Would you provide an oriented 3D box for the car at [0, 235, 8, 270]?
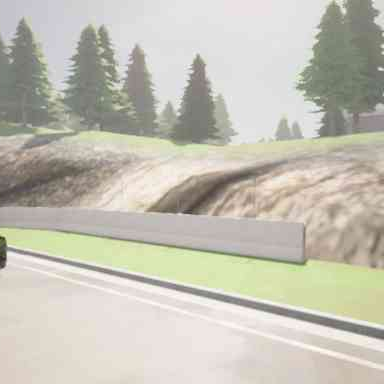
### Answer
[{"bbox_3d":[-7.013,1.411,9.177,5.008,1.535,1.882,1,0,37],"label":"car"}]
